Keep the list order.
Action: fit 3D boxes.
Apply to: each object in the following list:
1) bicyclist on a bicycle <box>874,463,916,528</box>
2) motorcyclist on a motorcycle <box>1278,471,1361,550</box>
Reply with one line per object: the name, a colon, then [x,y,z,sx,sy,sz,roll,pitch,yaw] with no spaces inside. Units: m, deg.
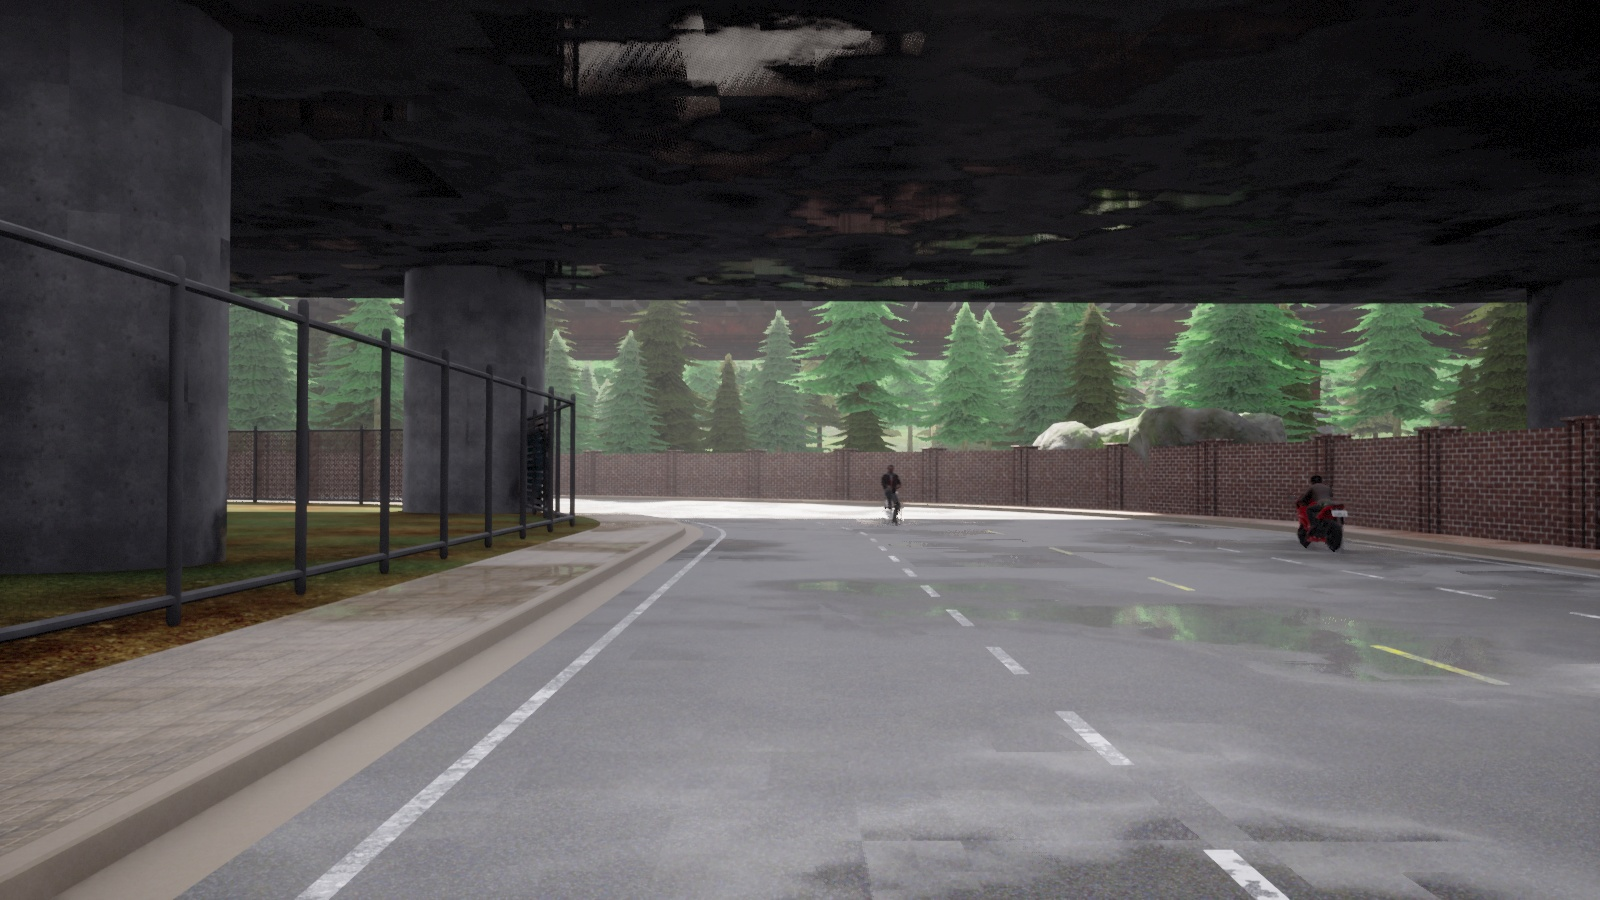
bicyclist on a bicycle: [2.686,1.273,35.700,0.659,1.776,1.843,0,-1,-12]
motorcyclist on a motorcycle: [10.437,1.180,25.312,0.797,1.523,2.044,0,-1,0]
